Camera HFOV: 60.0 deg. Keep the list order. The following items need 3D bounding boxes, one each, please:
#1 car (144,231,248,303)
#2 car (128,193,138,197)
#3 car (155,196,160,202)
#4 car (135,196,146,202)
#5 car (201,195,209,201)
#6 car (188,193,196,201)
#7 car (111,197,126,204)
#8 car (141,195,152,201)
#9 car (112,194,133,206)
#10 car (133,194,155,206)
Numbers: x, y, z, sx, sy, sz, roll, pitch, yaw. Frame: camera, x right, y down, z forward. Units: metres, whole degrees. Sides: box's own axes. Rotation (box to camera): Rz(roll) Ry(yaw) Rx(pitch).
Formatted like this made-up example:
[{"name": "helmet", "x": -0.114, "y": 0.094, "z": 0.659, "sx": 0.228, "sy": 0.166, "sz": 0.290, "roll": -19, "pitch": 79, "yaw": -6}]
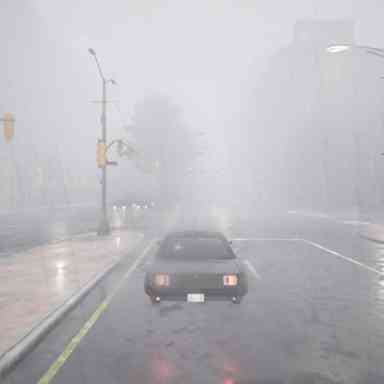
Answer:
[{"name": "car", "x": 0.075, "y": 1.601, "z": 8.160, "sx": 1.895, "sy": 1.301, "sz": 4.718, "roll": 0, "pitch": 0, "yaw": 0}, {"name": "car", "x": -11.537, "y": 1.221, "z": 64.520, "sx": 2.150, "sy": 2.045, "sz": 5.566, "roll": 0, "pitch": 0, "yaw": 1}, {"name": "car", "x": -8.029, "y": 1.564, "z": 65.742, "sx": 1.994, "sy": 1.385, "sz": 4.181, "roll": 0, "pitch": 0, "yaw": 1}, {"name": "car", "x": -11.500, "y": 1.552, "z": 74.403, "sx": 1.994, "sy": 1.385, "sz": 4.181, "roll": 0, "pitch": 0, "yaw": 0}, {"name": "car", "x": 3.500, "y": 1.595, "z": 86.978, "sx": 1.895, "sy": 1.301, "sz": 4.718, "roll": 0, "pitch": 0, "yaw": 0}, {"name": "car", "x": 0.000, "y": 1.540, "z": 85.800, "sx": 2.033, "sy": 1.411, "sz": 5.357, "roll": 0, "pitch": 0, "yaw": 0}, {"name": "car", "x": -14.749, "y": 1.595, "z": 66.814, "sx": 1.895, "sy": 1.301, "sz": 4.718, "roll": 0, "pitch": 0, "yaw": 0}, {"name": "car", "x": -11.500, "y": 1.525, "z": 84.637, "sx": 2.128, "sy": 1.511, "sz": 4.902, "roll": 0, "pitch": 0, "yaw": 0}, {"name": "car", "x": -11.588, "y": 1.525, "z": 55.107, "sx": 1.812, "sy": 1.442, "sz": 4.674, "roll": 0, "pitch": 0, "yaw": 0}, {"name": "car", "x": -8.088, "y": 1.547, "z": 56.506, "sx": 2.033, "sy": 1.411, "sz": 5.357, "roll": 0, "pitch": 0, "yaw": 0}]
